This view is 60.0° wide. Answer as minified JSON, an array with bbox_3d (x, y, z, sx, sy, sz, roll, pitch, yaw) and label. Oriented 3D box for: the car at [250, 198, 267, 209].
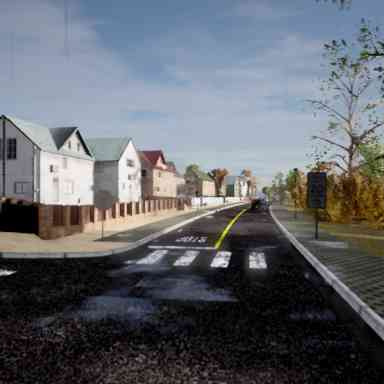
[{"bbox_3d":[9.572,1.713,48.436,1.837,1.490,4.892,0,-1,14],"label":"car"}]
